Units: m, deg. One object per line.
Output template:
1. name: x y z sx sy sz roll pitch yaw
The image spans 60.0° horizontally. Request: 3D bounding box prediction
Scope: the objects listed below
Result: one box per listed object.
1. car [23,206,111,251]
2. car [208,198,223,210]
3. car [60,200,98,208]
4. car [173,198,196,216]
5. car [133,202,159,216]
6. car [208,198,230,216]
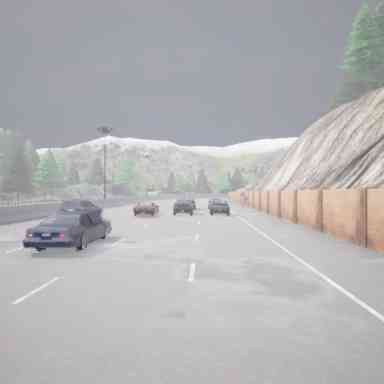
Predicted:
1. car: -4.974 1.547 14.071 2.033 1.411 5.357 0 0 2
2. car: 3.030 1.525 43.202 1.812 1.442 4.674 0 0 2
3. car: -8.125 1.351 24.415 2.097 1.767 4.553 0 0 2
4. car: -0.823 1.504 33.027 1.837 1.490 4.892 0 0 2
5. car: -4.346 1.600 32.406 1.895 1.301 4.718 0 0 2
6. car: 2.670 1.491 32.758 2.128 1.511 4.902 0 0 2
